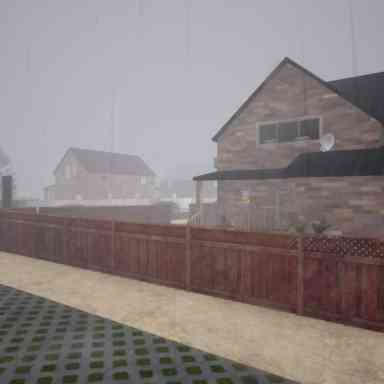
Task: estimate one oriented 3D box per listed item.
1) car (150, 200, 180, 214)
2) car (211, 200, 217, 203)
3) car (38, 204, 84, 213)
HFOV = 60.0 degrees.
[{"bbox_3d":[-3.244,1.685,35.763,1.837,1.490,4.892,0,0,35],"label":"car"},{"bbox_3d":[3.819,1.739,45.665,1.882,1.535,5.008,0,0,36],"label":"car"},{"bbox_3d":[-9.875,1.656,26.428,2.033,1.411,5.357,0,0,35],"label":"car"}]
